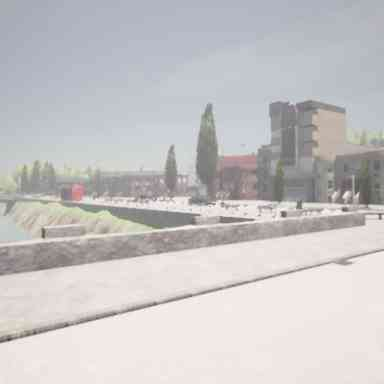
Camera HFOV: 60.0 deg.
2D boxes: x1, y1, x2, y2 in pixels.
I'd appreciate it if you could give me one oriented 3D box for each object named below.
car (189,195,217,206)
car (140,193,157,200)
[{"bbox_3d":[1.474,1.171,46.086,1.837,1.490,4.892,-1,0,-36],"label":"car"},{"bbox_3d":[-7.941,0.878,59.369,1.837,1.490,4.892,-1,0,-36],"label":"car"}]
